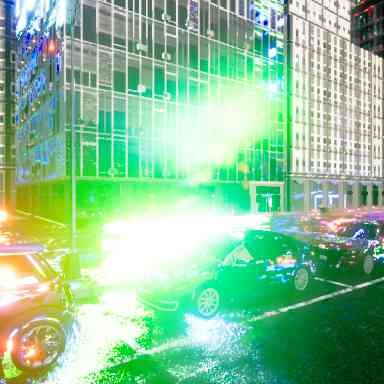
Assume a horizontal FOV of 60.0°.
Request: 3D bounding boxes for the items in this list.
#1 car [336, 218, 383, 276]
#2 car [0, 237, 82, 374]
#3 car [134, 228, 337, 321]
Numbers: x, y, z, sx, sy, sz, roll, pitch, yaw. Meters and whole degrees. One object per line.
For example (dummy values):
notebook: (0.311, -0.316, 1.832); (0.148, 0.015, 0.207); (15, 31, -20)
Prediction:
car: (5.419, 1.546, 10.393); (4.507, 1.381, 1.887); (0, 0, -35)
car: (-3.604, 1.440, 3.991); (4.097, 1.590, 1.967); (0, 0, -35)
car: (0.907, 1.551, 7.192); (4.403, 1.369, 2.008); (0, 0, -35)
